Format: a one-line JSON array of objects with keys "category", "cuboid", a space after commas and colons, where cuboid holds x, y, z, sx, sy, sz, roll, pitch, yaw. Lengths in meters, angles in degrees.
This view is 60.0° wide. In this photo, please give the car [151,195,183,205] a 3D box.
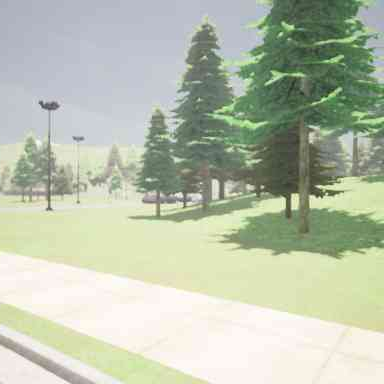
[{"category": "car", "cuboid": [-4.342, 1.450, 58.556, 1.837, 1.490, 4.892, 0, 0, 37]}]

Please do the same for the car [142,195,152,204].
[{"category": "car", "cuboid": [-6.706, 1.505, 61.279, 1.994, 1.385, 4.181, 0, 0, 37]}]

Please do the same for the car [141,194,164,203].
[{"category": "car", "cuboid": [-7.766, 1.288, 65.740, 2.097, 1.767, 4.553, 0, 0, 37]}]

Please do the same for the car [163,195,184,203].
[{"category": "car", "cuboid": [-3.947, 1.450, 71.061, 1.812, 1.442, 4.674, 0, 0, 36]}]

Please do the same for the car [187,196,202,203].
[{"category": "car", "cuboid": [1.708, 1.472, 66.935, 1.812, 1.442, 4.674, 0, 0, 36]}]
